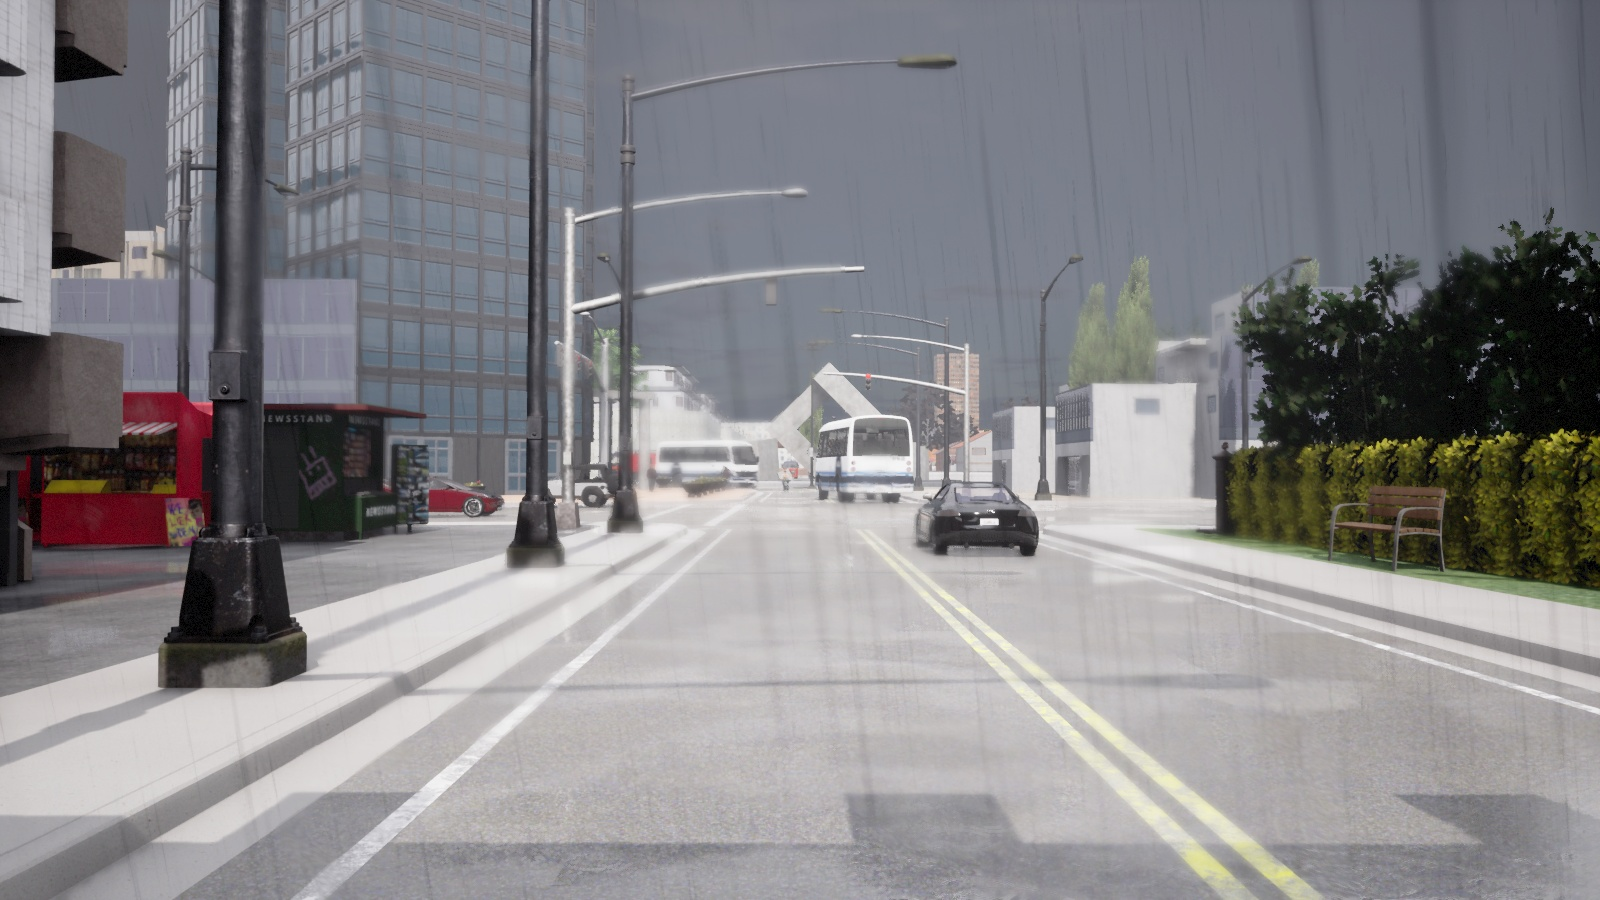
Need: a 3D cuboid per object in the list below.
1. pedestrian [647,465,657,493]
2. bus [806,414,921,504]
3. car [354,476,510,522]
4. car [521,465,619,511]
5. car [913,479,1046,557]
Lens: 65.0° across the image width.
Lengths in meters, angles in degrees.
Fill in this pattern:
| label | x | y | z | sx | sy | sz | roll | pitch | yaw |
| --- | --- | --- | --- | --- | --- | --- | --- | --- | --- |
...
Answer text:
| label | x | y | z | sx | sy | sz | roll | pitch | yaw |
| --- | --- | --- | --- | --- | --- | --- | --- | --- | --- |
| pedestrian | -9.929 | 1.960 | 84.239 | 0.634 | 1.844 | 0.899 | 0 | -1 | -8 |
| bus | 3.052 | 0.513 | 64.891 | 3.944 | 4.253 | 10.273 | 0 | -1 | -9 |
| car | -12.781 | 1.706 | 43.870 | 4.792 | 1.488 | 2.163 | -1 | -1 | -1 |
| car | -9.934 | 1.637 | 54.403 | 3.866 | 1.878 | 1.905 | -1 | -1 | -1 |
| car | 3.437 | 1.280 | 24.800 | 1.994 | 1.385 | 4.181 | 0 | -1 | 0 |
